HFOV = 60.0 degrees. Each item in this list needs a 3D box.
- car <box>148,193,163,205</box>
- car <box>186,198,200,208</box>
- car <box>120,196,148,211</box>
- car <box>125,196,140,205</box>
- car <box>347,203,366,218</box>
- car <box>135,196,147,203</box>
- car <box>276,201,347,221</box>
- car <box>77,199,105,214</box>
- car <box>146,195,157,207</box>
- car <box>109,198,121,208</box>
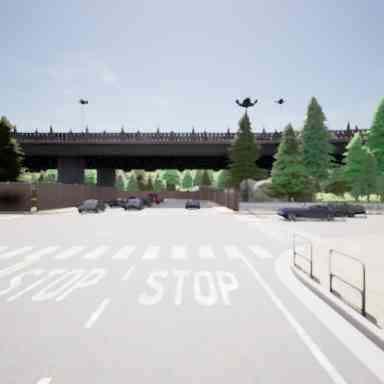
[{"bbox_3d":[-6.992,1.195,60.147,2.150,2.045,5.566,0,0,0],"label":"car"},{"bbox_3d":[0.106,1.543,46.727,1.994,1.385,4.181,0,0,0],"label":"car"},{"bbox_3d":[-7.052,1.546,40.824,1.994,1.385,4.181,0,0,0],"label":"car"},{"bbox_3d":[-10.493,1.500,58.665,1.812,1.442,4.674,0,0,0],"label":"car"},{"bbox_3d":[12.223,1.479,29.126,5.357,1.411,2.033,0,0,2],"label":"car"},{"bbox_3d":[-10.508,1.494,68.991,1.812,1.442,4.674,0,0,0],"label":"car"},{"bbox_3d":[9.043,1.534,25.779,4.718,1.301,1.895,0,0,1],"label":"car"},{"bbox_3d":[-10.579,1.509,35.370,1.812,1.442,4.674,0,0,0],"label":"car"},{"bbox_3d":[-6.994,1.525,50.052,2.033,1.411,5.357,0,0,0],"label":"car"},{"bbox_3d":[-10.506,1.543,47.673,1.994,1.385,4.181,0,0,0],"label":"car"}]
